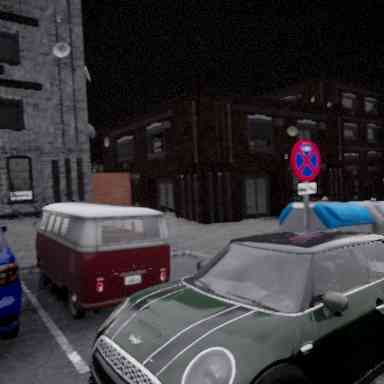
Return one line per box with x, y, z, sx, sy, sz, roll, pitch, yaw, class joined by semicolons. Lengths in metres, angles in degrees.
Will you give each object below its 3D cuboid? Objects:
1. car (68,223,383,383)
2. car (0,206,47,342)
1.110;1.356;4.216;4.553;1.767;2.097;0;0;-38;car
-4.497;1.228;5.830;2.435;2.045;5.566;0;0;-35;car
